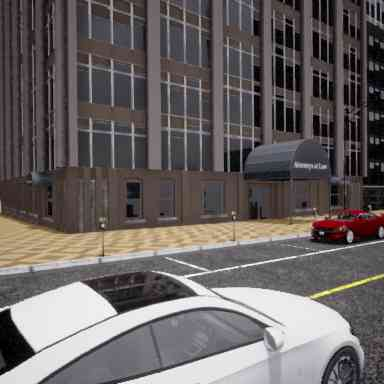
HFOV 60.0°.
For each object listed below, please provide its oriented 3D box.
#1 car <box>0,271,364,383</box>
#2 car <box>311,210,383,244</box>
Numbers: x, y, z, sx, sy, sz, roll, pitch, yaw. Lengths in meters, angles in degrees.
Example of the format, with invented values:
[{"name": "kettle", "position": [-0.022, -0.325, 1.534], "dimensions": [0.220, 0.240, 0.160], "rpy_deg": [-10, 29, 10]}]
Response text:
[{"name": "car", "position": [-0.295, 1.525, 3.119], "dimensions": [4.674, 1.442, 1.812], "rpy_deg": [0, 0, -36]}, {"name": "car", "position": [7.474, 1.542, 15.764], "dimensions": [4.507, 1.381, 1.887], "rpy_deg": [0, -1, -35]}]
